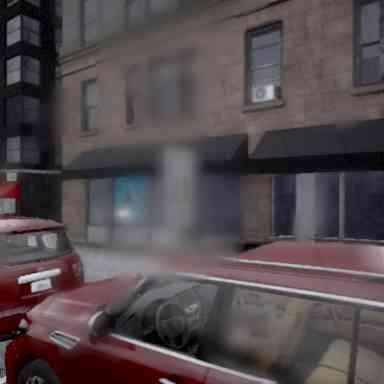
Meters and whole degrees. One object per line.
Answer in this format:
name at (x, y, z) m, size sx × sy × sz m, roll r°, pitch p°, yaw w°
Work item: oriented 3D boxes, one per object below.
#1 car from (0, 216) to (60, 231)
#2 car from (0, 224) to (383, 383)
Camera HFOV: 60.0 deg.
car at (-3.994, 1.376, 5.920) m, size 5.009 × 1.841 × 2.192 m, roll -1°, pitch 0°, yaw 36°
car at (0.552, 1.324, 2.674) m, size 5.009 × 1.841 × 2.192 m, roll -1°, pitch 0°, yaw 36°
